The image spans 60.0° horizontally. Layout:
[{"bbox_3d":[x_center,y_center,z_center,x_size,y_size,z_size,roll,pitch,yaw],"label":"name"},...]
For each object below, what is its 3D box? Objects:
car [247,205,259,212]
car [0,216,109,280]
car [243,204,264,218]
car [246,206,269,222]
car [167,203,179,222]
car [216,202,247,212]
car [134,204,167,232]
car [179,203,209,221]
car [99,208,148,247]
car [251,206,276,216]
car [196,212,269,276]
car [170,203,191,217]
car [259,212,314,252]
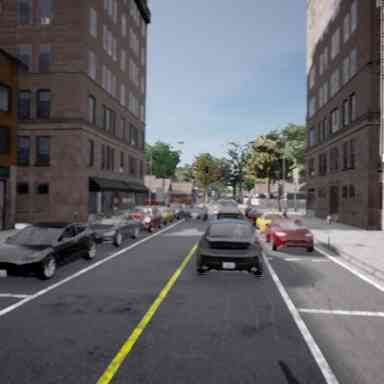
[{"bbox_3d":[5.474,1.899,25.746,1.887,1.381,4.507,1,-1,7],"label":"car"},{"bbox_3d":[-4.381,1.617,10.210,1.947,1.339,4.313,1,-1,7],"label":"car"},{"bbox_3d":[6.729,2.061,36.710,1.947,1.339,4.313,1,-1,7],"label":"car"},{"bbox_3d":[6.101,2.007,31.228,1.802,1.307,4.206,1,-1,7],"label":"car"},{"bbox_3d":[-2.518,1.780,26.489,1.752,1.417,4.829,1,-1,7],"label":"car"},{"bbox_3d":[2.800,1.784,24.689,1.882,1.535,5.008,1,-1,6],"label":"car"},{"bbox_3d":[-3.125,1.627,21.176,1.967,1.590,4.097,1,-1,7],"label":"car"},{"bbox_3d":[0.499,1.831,30.366,2.128,1.511,4.902,1,-1,7],"label":"car"},{"bbox_3d":[-3.753,1.669,15.692,2.008,1.369,4.403,1,-1,7],"label":"car"},{"bbox_3d":[4.866,1.812,20.434,1.752,1.417,4.829,1,-1,7],"label":"car"},{"bbox_3d":[1.219,1.639,10.870,1.837,1.490,4.892,1,0,7],"label":"car"},{"bbox_3d":[-1.244,1.980,37.622,1.802,1.307,4.206,1,-1,7],"label":"car"},{"bbox_3d":[4.219,1.797,14.782,1.802,1.307,4.206,1,-1,7],"label":"car"}]
